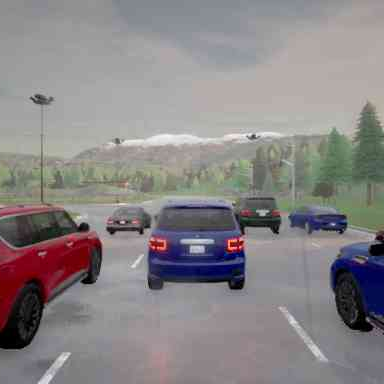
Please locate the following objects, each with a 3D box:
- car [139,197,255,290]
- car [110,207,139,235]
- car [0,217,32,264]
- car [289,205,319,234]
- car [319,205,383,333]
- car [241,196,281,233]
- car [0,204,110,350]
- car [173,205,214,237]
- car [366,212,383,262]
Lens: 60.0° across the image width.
[{"bbox_3d":[0.085,1.221,9.228,2.150,2.045,5.566,0,0,0],"label":"car"},{"bbox_3d":[-3.422,1.547,18.882,2.033,1.411,5.357,0,0,0],"label":"car"},{"bbox_3d":[-6.914,1.601,10.065,1.895,1.301,4.718,0,0,0],"label":"car"},{"bbox_3d":[7.080,1.478,19.174,1.882,1.535,5.008,0,0,0],"label":"car"},{"bbox_3d":[3.609,1.223,3.721,2.150,2.045,5.566,0,0,0],"label":"car"},{"bbox_3d":[3.577,1.222,19.541,2.150,2.045,5.566,0,0,0],"label":"car"},{"bbox_3d":[-3.418,1.224,6.365,2.150,2.045,5.566,0,0,0],"label":"car"},{"bbox_3d":[0.076,1.547,19.420,2.033,1.411,5.357,0,0,0],"label":"car"},{"bbox_3d":[7.089,1.478,9.229,1.882,1.535,5.008,0,0,0],"label":"car"}]
